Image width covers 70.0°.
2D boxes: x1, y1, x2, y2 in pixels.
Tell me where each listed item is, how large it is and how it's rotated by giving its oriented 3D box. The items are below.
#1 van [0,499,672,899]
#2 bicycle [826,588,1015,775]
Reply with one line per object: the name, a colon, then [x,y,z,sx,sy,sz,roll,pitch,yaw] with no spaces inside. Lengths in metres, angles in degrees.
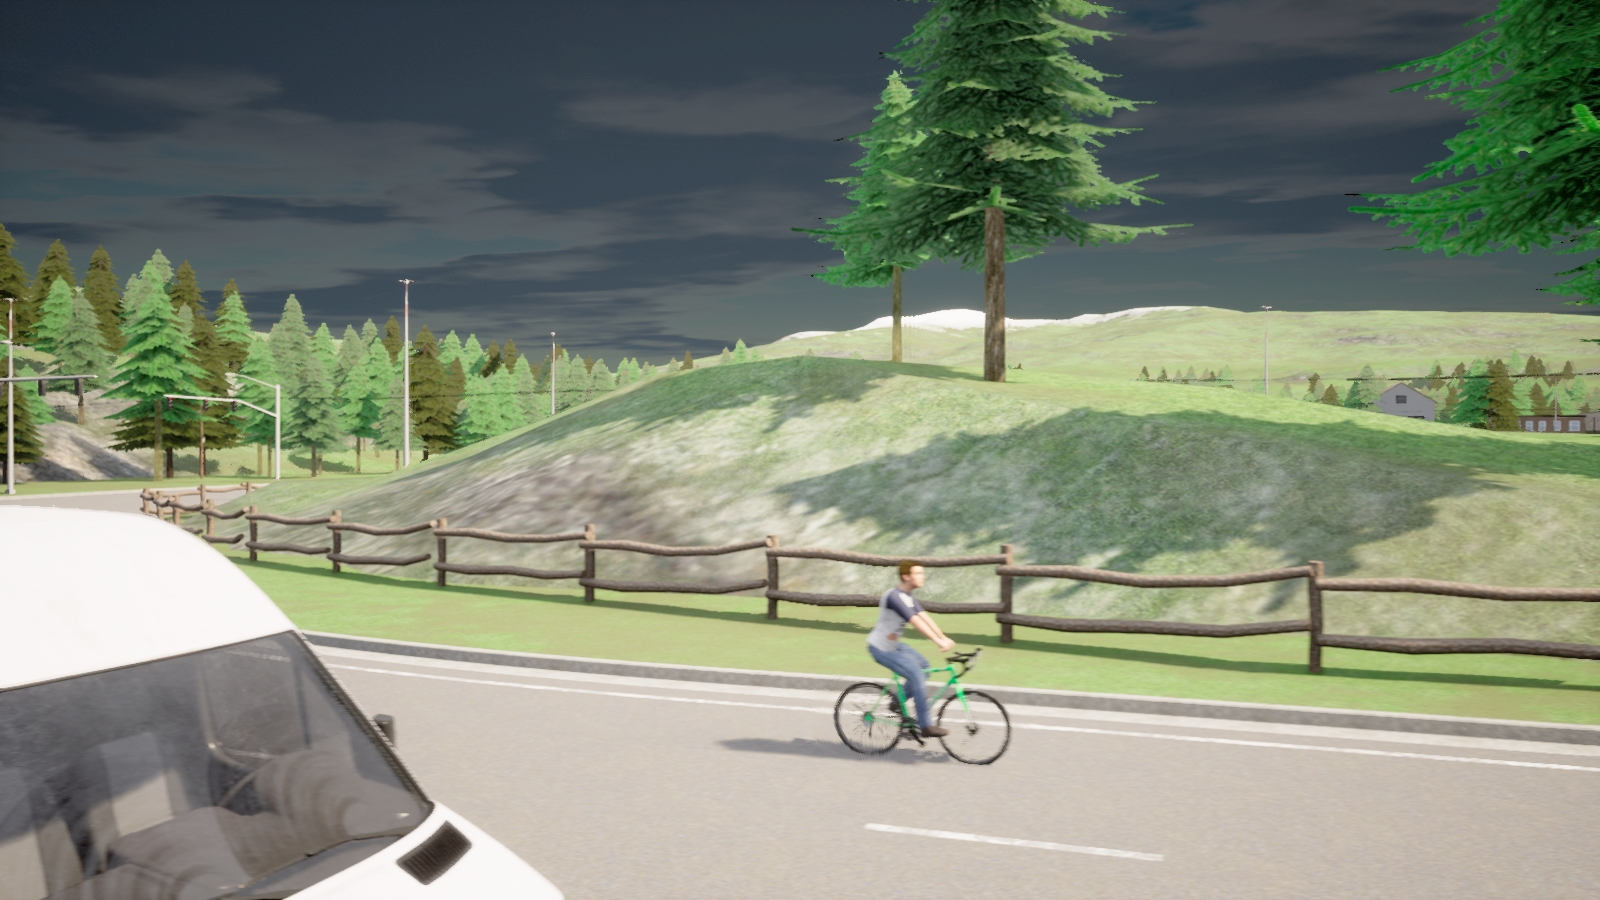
van: [-3.616,1.531,4.537,5.915,2.561,1.988,0,0,21]
bicycle: [1.083,2.054,10.315,1.643,1.496,0.373,0,-1,19]
